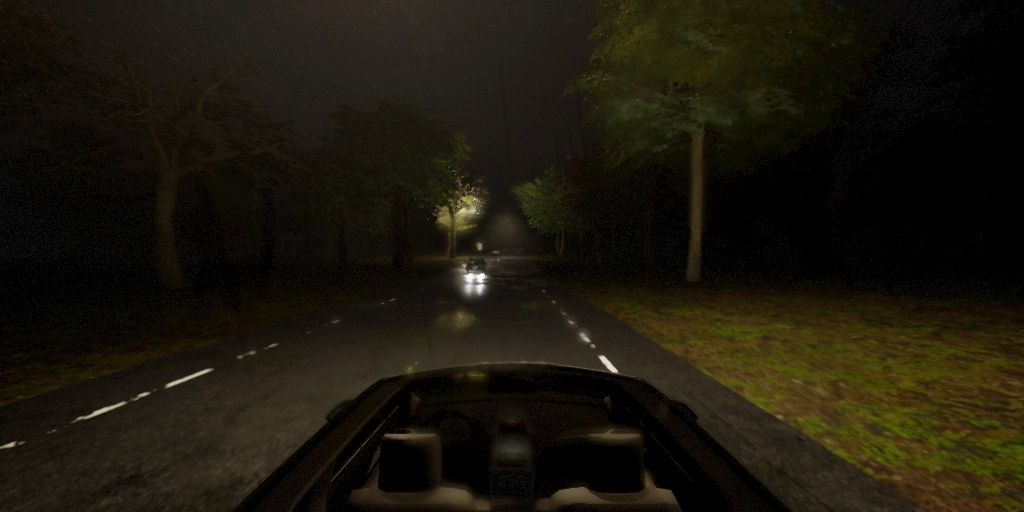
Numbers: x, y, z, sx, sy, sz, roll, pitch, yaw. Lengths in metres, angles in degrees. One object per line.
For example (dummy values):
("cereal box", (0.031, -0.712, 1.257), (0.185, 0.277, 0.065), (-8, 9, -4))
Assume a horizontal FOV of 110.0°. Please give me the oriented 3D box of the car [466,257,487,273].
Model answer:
("car", (-3.589, 0.878, 36.742), (2.128, 1.511, 4.902), (0, 1, 0))
